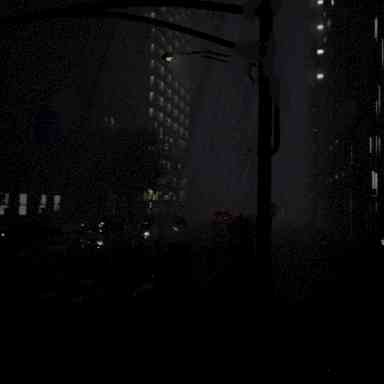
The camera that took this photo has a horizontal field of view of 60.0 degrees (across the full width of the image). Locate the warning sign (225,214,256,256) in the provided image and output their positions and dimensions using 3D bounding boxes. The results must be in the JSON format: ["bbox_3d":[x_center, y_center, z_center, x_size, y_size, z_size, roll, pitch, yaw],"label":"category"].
[{"bbox_3d":[2.392,2.051,16.296,1.300,1.860,1.060,2,-2,16],"label":"warning sign"}]

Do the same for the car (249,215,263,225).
[{"bbox_3d":[10.738,4.601,55.629,1.882,1.535,5.008,0,-3,16],"label":"car"}]

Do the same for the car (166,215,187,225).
[{"bbox_3d":[-2.168,3.928,46.485,1.994,1.385,4.181,0,-3,17],"label":"car"}]

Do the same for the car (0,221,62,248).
[{"bbox_3d":[-9.903,2.420,19.566,1.895,1.301,4.718,0,-3,16],"label":"car"}]

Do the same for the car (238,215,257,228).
[{"bbox_3d":[7.938,4.067,45.796,1.837,1.490,4.892,0,-3,16],"label":"car"}]

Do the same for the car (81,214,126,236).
[{"bbox_3d":[-7.405,2.672,28.299,2.097,1.767,4.553,0,-3,16],"label":"car"}]

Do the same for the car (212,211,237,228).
[{"bbox_3d":[4.248,3.641,44.705,2.150,2.045,5.566,0,-3,16],"label":"car"}]

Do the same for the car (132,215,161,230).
[{"bbox_3d":[-4.942,3.340,36.911,1.812,1.442,4.674,0,-3,16],"label":"car"}]
